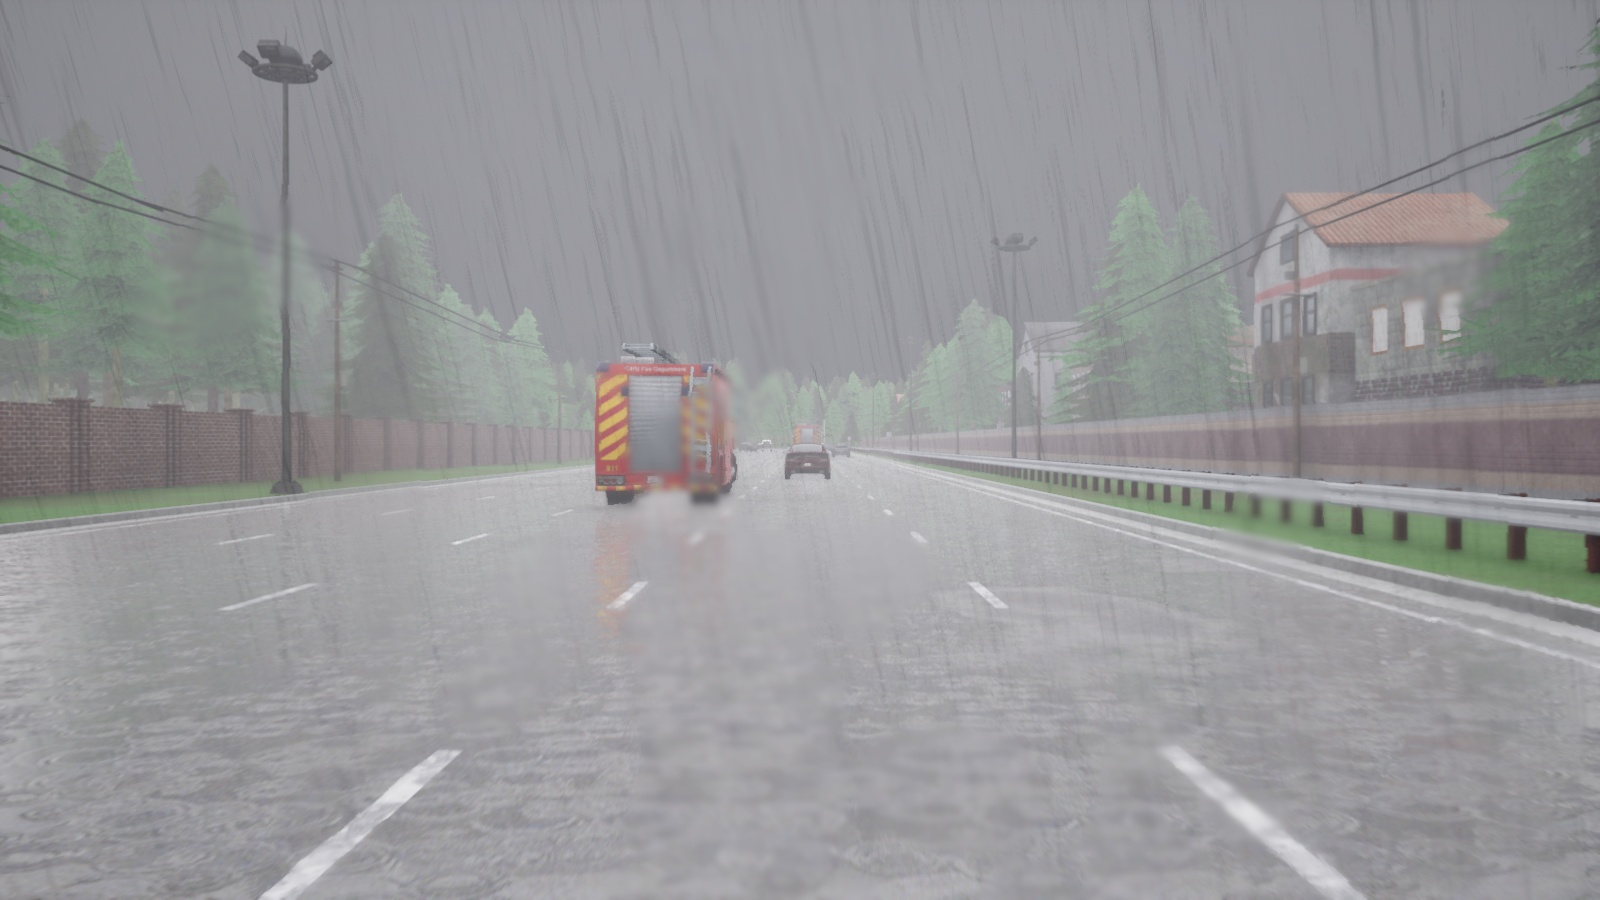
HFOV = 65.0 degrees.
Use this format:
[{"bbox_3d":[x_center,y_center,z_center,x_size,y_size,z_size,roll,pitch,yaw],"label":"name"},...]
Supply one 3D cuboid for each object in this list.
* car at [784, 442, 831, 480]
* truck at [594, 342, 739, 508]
[{"bbox_3d":[0.320,0.424,53.265,1.882,1.535,5.008,0,0,0],"label":"car"},{"bbox_3d":[-3.294,-0.608,33.249,2.891,3.827,8.468,0,0,0],"label":"truck"}]
